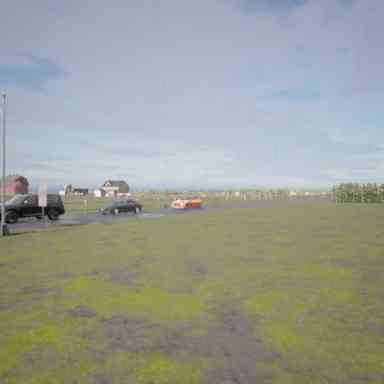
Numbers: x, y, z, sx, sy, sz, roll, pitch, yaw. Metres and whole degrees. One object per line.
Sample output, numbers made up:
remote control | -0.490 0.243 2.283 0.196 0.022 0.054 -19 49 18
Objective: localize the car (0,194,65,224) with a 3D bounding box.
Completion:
car | -12.381 1.188 25.124 2.150 2.045 5.566 1 0 33

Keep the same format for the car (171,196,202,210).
car | -0.663 1.304 42.686 2.097 1.767 4.553 1 0 34

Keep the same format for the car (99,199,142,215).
car | -7.055 1.464 33.130 1.837 1.490 4.892 1 0 34
